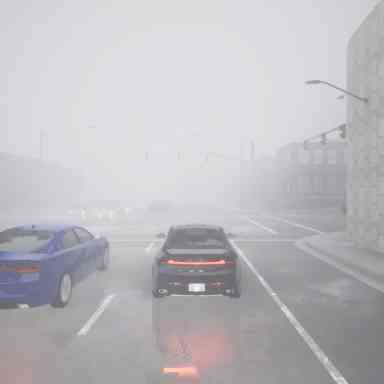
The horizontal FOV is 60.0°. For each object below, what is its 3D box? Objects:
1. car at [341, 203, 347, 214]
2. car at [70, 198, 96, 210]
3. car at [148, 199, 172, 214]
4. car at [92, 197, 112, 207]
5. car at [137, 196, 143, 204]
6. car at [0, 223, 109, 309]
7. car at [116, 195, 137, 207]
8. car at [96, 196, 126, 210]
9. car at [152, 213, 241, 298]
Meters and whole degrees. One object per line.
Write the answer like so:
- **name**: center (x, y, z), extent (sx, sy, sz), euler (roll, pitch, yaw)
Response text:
- **car**: center (14.997, 1.015, 27.568), extent (5.008, 1.535, 1.882), euler (-5, 0, 0)
- **car**: center (-13.970, 1.526, 42.625), extent (1.812, 1.442, 4.674), euler (0, 0, 1)
- **car**: center (-3.375, 1.478, 35.883), extent (1.882, 1.535, 5.008), euler (1, 0, 7)
- **car**: center (-13.936, 1.526, 51.725), extent (1.812, 1.442, 4.674), euler (0, 0, 0)
- **car**: center (-10.371, 1.526, 62.765), extent (1.812, 1.442, 4.674), euler (0, 0, 1)
- **car**: center (-3.401, 1.478, 7.979), extent (1.882, 1.535, 5.008), euler (0, 0, 0)
- **car**: center (-10.434, 1.599, 52.367), extent (1.895, 1.301, 4.718), euler (0, 0, 0)
- **car**: center (-10.478, 1.601, 43.206), extent (1.895, 1.301, 4.718), euler (0, 0, 3)
- **car**: center (0.104, 1.505, 8.525), extent (1.837, 1.490, 4.892), euler (0, 0, 0)
